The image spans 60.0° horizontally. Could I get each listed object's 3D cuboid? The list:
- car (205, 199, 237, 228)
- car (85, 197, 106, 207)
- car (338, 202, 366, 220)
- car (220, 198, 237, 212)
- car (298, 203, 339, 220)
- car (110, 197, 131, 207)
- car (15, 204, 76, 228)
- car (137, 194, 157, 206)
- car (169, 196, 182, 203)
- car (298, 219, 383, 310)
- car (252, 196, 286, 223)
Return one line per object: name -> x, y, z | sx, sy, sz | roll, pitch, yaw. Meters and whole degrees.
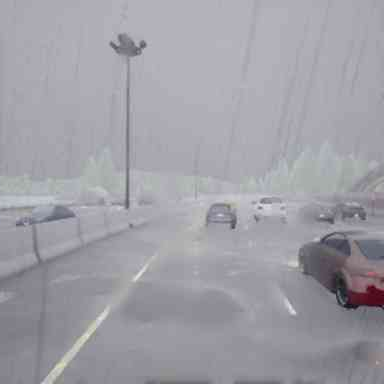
car -> 2.029, 1.482, 22.724 | 2.033, 1.649, 4.856 | 0, 0, 8
car -> -15.182, 1.532, 52.690 | 1.837, 1.490, 4.892 | 0, 0, 8
car -> 13.465, 1.619, 28.962 | 1.837, 1.490, 4.892 | 0, 0, 8
car -> 4.508, 1.573, 40.738 | 1.882, 1.535, 5.008 | 0, 0, 8
car -> 9.476, 1.654, 25.637 | 1.994, 1.385, 4.181 | 0, 0, 8
car -> -11.452, 1.594, 54.013 | 2.033, 1.411, 5.357 | 0, 0, 9
car -> -9.036, 1.523, 20.984 | 1.812, 1.442, 4.674 | 0, 0, 7
car -> -7.531, 1.297, 56.717 | 2.150, 2.045, 5.566 | 0, 0, 9
car -> -3.053, 1.606, 63.138 | 2.128, 1.511, 4.902 | 0, 0, 8
car -> 3.954, 1.597, 7.877 | 1.994, 1.385, 4.181 | 0, 0, 3
car -> 6.027, 1.297, 26.316 | 2.150, 2.045, 5.566 | 0, 0, 8
